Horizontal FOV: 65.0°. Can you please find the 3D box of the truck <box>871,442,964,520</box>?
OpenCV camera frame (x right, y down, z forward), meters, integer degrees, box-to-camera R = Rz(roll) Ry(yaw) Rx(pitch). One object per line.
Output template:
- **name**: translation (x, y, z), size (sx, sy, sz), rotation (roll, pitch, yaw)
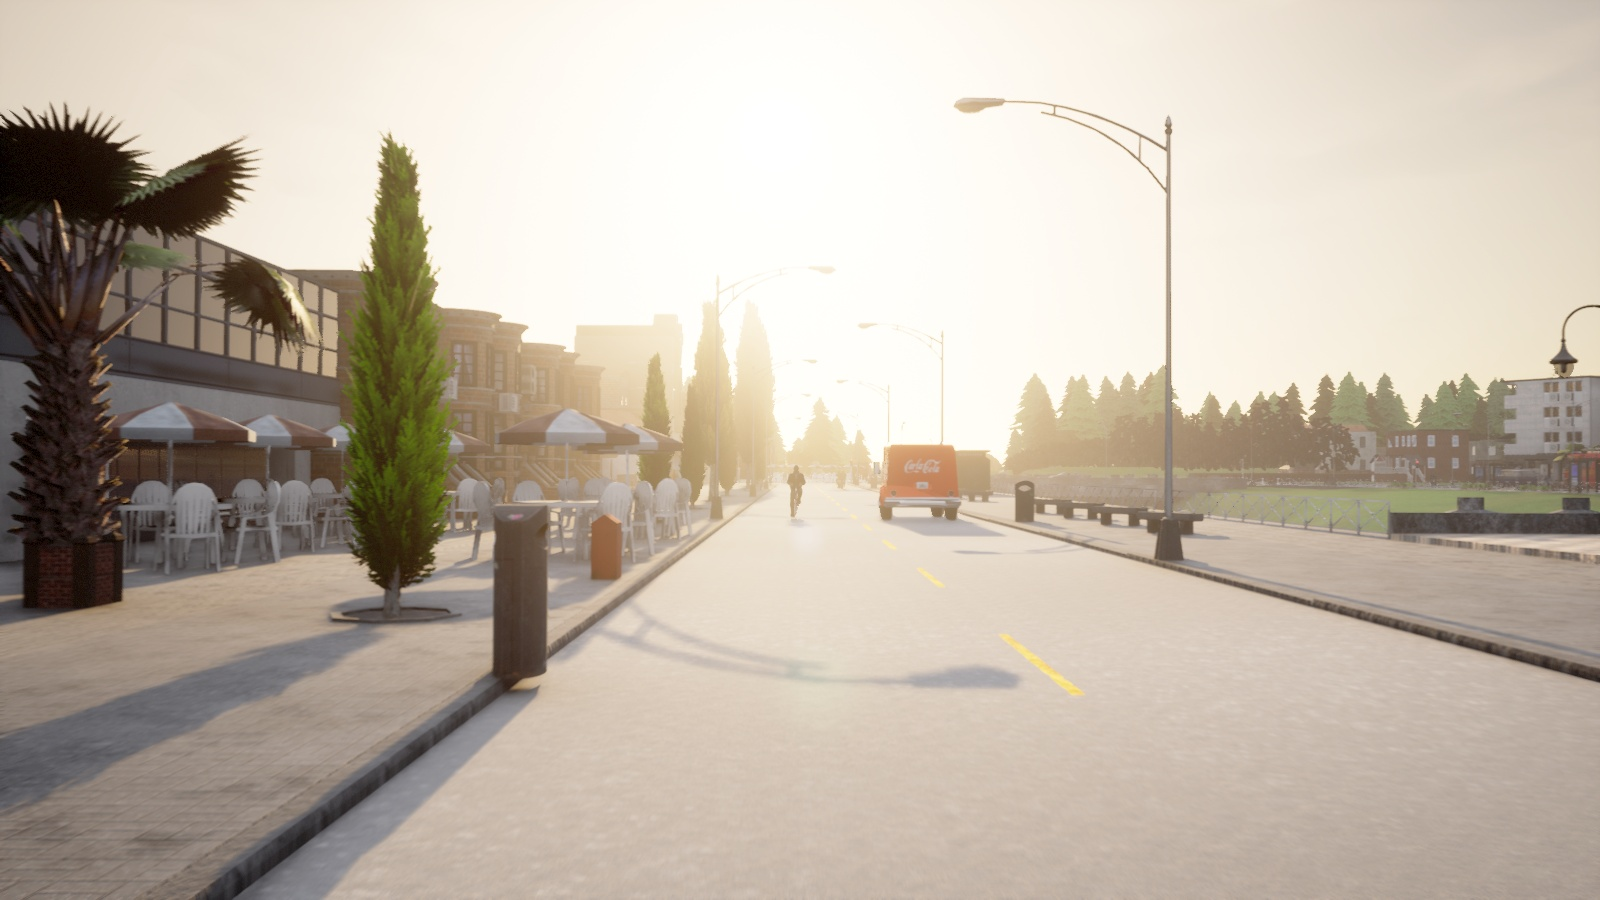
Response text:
- **truck**: translation (3.879, 1.023, 42.470), size (2.627, 2.467, 5.204), rotation (0, -1, 0)
